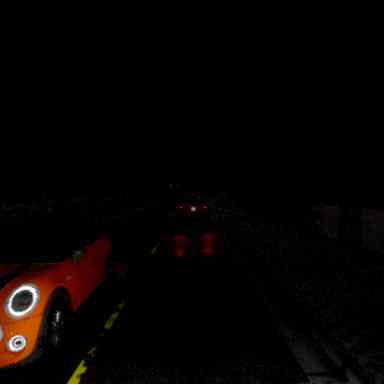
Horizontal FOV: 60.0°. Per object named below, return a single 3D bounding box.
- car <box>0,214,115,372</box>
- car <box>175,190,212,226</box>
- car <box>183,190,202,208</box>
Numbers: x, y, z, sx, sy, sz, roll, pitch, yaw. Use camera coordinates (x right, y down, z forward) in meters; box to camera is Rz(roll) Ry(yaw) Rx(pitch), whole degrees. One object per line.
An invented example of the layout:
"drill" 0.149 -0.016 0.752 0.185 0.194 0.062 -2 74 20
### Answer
"car" -2.846 1.299 5.922 2.097 1.767 4.553 0 1 0
"car" 0.078 1.012 21.452 2.150 2.045 5.566 0 1 0
"car" 0.069 0.763 41.359 2.150 2.045 5.566 0 1 0
